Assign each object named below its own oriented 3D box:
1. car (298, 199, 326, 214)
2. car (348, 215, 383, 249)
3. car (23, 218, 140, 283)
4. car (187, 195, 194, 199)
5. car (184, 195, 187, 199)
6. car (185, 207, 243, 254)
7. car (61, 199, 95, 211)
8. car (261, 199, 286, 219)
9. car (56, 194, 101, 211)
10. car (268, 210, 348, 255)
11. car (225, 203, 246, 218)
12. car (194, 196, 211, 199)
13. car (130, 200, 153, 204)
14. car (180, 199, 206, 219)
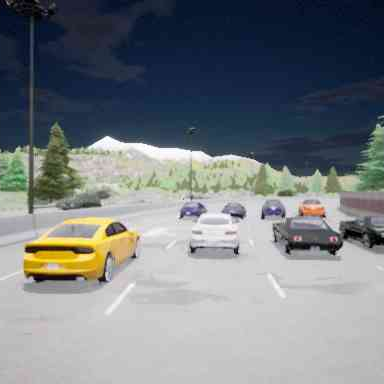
[{"bbox_3d":[11.399,1.486,31.827,2.097,1.767,4.553,0,0,14],"label":"car"},{"bbox_3d":[8.112,1.671,14.696,1.895,1.301,4.718,0,0,7],"label":"car"},{"bbox_3d":[-2.891,1.501,9.825,1.882,1.535,5.008,0,0,4],"label":"car"},{"bbox_3d":[1.399,1.632,80.377,1.882,1.535,5.008,0,0,31],"label":"car"},{"bbox_3d":[-0.647,1.455,83.760,1.837,1.490,4.892,0,0,31],"label":"car"},{"bbox_3d":[0.979,1.573,13.701,1.812,1.442,4.674,0,0,6],"label":"car"},{"bbox_3d":[-14.724,1.623,43.081,1.812,1.442,4.674,0,0,16],"label":"car"},{"bbox_3d":[7.536,1.472,30.828,2.097,1.767,4.553,0,0,13],"label":"car"},{"bbox_3d":[-12.524,1.306,37.991,2.150,2.045,5.566,0,0,15],"label":"car"},{"bbox_3d":[4.465,1.657,13.623,1.895,1.301,4.718,0,0,6],"label":"car"},{"bbox_3d":[3.921,1.674,30.757,1.994,1.385,4.181,0,0,13],"label":"car"},{"bbox_3d":[2.948,1.698,76.047,1.994,1.385,4.181,0,0,29],"label":"car"},{"bbox_3d":[-6.687,1.728,45.542,1.895,1.301,4.718,0,0,18],"label":"car"},{"bbox_3d":[0.179,1.623,30.145,1.812,1.442,4.674,0,0,13],"label":"car"}]
